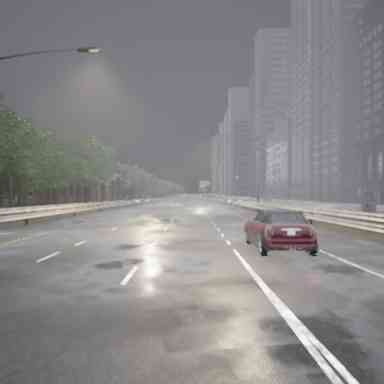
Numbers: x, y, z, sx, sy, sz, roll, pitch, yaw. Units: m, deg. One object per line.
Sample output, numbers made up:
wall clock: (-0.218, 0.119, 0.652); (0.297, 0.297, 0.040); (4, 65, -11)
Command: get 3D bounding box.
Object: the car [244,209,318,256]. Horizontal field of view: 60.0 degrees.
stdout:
car: (3.532, 1.503, 13.991); (2.097, 1.767, 4.553); (0, -1, -1)
